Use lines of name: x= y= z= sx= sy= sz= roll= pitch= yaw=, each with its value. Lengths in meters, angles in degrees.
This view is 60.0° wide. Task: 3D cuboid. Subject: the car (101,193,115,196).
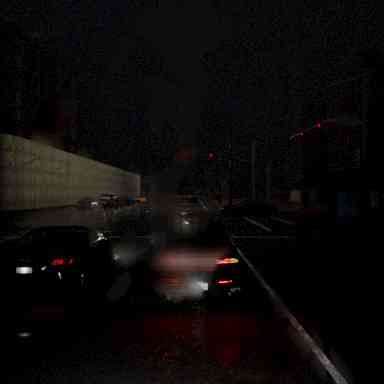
car: x=-13.971 y=1.221 z=54.630 sx=2.150 sy=2.045 sz=5.566 roll=0 pitch=0 yaw=1

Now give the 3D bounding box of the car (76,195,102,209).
car: x=-13.992 y=1.505 z=44.776 sx=1.837 sy=1.490 sz=4.892 roll=0 pitch=0 yaw=0

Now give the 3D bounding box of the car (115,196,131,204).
car: x=-13.859 y=1.547 z=67.226 sx=2.033 sy=1.411 sz=5.357 roll=0 pitch=0 yaw=0

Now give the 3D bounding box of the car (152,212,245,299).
car: x=0.103 y=1.492 z=8.425 sx=2.128 sy=1.511 sz=4.902 roll=0 pitch=0 yaw=-1

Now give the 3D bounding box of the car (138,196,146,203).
car: x=-10.371 y=1.478 z=66.594 sx=1.882 sy=1.535 sz=5.008 roll=0 pitch=0 yaw=1

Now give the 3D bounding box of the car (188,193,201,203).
car: x=0.243 y=1.496 z=70.394 sx=2.128 sy=1.511 sz=4.902 roll=0 pitch=0 yaw=0

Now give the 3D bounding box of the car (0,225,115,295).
car: x=-3.405 y=1.564 z=8.782 sx=1.994 sy=1.385 sz=4.181 roll=0 pitch=0 yaw=0

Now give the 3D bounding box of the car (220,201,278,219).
car: x=4.881 y=1.492 z=28.570 sx=4.902 sy=1.511 sz=2.128 roll=0 pitch=0 yaw=0

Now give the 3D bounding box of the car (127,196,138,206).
car: x=-10.466 y=1.601 z=53.846 sx=1.895 sy=1.301 sz=4.718 roll=0 pitch=0 yaw=0

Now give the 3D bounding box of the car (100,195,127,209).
car: x=-10.493 y=1.526 z=44.738 sx=1.812 sy=1.442 sz=4.674 roll=0 pitch=0 yaw=0
